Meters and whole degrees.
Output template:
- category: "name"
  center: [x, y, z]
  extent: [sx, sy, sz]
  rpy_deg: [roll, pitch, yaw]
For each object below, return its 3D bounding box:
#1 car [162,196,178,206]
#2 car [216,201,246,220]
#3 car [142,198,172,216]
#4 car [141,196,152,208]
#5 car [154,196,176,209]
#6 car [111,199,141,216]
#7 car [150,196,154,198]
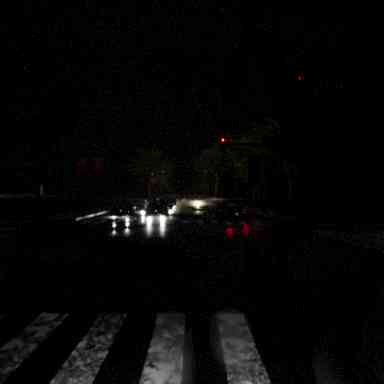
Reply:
- category: "car"
  center: [-3.505, 1.432, 53.698]
  extent: [2.128, 1.511, 4.902]
  rpy_deg: [0, 0, 0]
- category: "car"
  center: [3.202, 1.497, 27.580]
  extent: [1.812, 1.442, 4.674]
  rpy_deg: [-1, 0, -6]
- category: "car"
  center: [-3.309, 1.533, 32.414]
  extent: [1.994, 1.385, 4.181]
  rpy_deg: [0, 0, 0]
- category: "car"
  center: [-6.655, 1.556, 42.371]
  extent: [1.895, 1.301, 4.718]
  rpy_deg: [0, 0, 0]
- category: "car"
  center: [-3.408, 1.433, 42.721]
  extent: [1.882, 1.535, 5.008]
  rpy_deg: [0, 0, -1]
- category: "car"
  center: [-6.565, 1.533, 32.537]
  extent: [1.994, 1.385, 4.181]
  rpy_deg: [0, 0, -1]
- category: "car"
  center: [-6.746, 1.418, 53.116]
  extent: [1.882, 1.535, 5.008]
  rpy_deg: [0, 0, 0]
